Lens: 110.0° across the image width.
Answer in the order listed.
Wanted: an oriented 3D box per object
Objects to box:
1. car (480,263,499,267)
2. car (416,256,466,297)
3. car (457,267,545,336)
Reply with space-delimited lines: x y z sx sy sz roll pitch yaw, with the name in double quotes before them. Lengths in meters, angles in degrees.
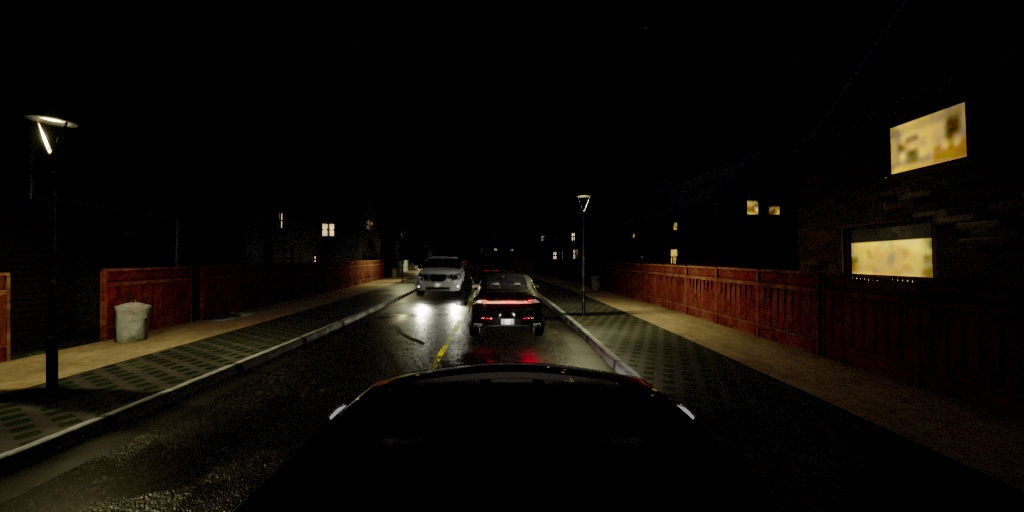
"car" -1.952 1.327 30.565 1.837 1.490 4.892 0 0 -7
"car" -3.669 0.993 19.345 2.150 2.045 5.566 0 0 -5
"car" -0.173 1.249 10.382 2.128 1.511 4.902 0 0 -2
